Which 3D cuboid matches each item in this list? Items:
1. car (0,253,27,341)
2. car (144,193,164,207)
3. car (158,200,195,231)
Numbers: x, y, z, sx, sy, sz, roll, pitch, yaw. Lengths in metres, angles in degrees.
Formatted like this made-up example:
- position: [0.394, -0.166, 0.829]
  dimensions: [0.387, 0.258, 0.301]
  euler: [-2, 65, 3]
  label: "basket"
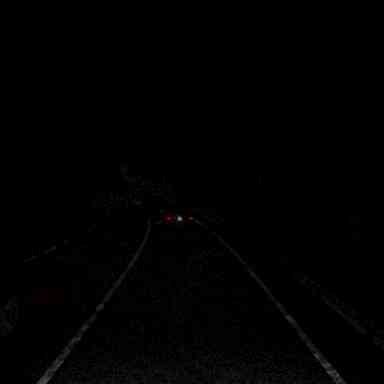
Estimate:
- position: [-3.672, 1.487, 3.665]
  dimensions: [2.128, 1.511, 4.902]
  euler: [0, 0, -1]
  label: "car"
- position: [-4.569, 0.812, 39.814]
  dimensions: [1.882, 1.535, 5.008]
  euler: [-1, 3, -15]
  label: "car"
- position: [-0.920, 1.499, 20.565]
  dimensions: [2.033, 1.411, 5.357]
  euler: [-1, 0, -6]
  label: "car"
